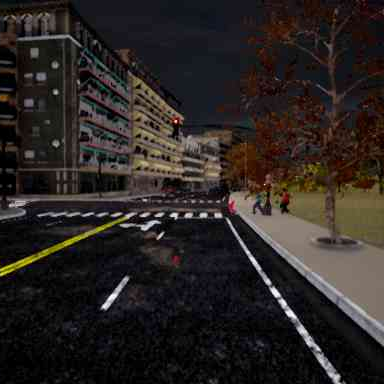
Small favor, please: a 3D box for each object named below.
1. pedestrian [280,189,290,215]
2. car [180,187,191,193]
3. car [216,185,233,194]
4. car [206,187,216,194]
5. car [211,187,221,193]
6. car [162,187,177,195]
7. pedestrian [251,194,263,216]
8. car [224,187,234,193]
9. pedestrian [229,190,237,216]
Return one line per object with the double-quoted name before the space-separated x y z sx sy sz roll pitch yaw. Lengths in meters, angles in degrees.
"pedestrian" 6.033 0.559 21.421 0.375 1.860 0.375 0 1 3
"car" -1.600 -0.462 81.690 1.895 1.301 4.718 0 1 11
"car" 7.662 -0.671 78.260 2.150 2.045 5.566 0 1 11
"car" 4.456 -0.386 78.809 2.128 1.511 4.902 0 1 11
"car" 6.546 -0.690 88.954 1.882 1.535 5.008 0 1 13
"car" -4.469 -0.277 65.624 2.097 1.767 4.553 0 1 9
"pedestrian" 4.111 0.573 20.923 0.375 1.860 0.375 0 1 3
"car" 9.815 -0.627 88.675 2.128 1.511 4.902 0 1 13
"pedestrian" 2.670 0.692 22.205 0.375 1.860 0.375 0 1 3
